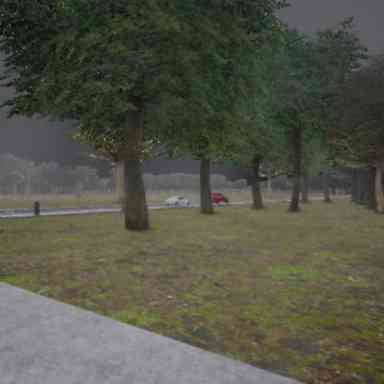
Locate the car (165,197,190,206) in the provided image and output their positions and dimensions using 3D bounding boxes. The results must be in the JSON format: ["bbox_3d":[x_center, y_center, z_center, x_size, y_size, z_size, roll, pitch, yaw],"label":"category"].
[{"bbox_3d":[-2.175,1.413,50.515,1.812,1.442,4.674,0,0,36],"label":"car"}]

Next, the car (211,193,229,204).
[{"bbox_3d":[4.459,1.113,59.810,2.150,2.045,5.566,0,0,36],"label":"car"}]
